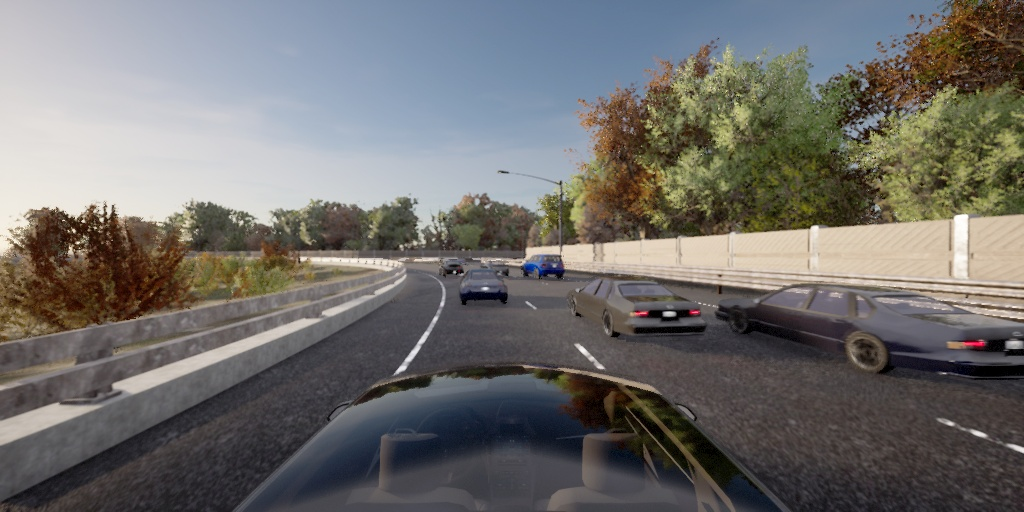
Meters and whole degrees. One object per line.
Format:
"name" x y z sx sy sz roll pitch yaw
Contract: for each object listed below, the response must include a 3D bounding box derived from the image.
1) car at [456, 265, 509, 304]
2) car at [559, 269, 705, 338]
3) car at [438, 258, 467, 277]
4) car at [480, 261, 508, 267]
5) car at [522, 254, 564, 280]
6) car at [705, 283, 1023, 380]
"car" -1.397 1.269 16.285 1.994 1.385 4.181 0 0 -9
"car" 3.052 1.268 10.072 2.033 1.411 5.357 0 0 -6
"car" -5.791 1.159 33.728 1.837 1.490 4.892 0 0 -18
"car" -1.685 1.146 32.405 2.128 1.511 4.902 0 0 -18
"car" 2.575 0.878 30.617 2.150 2.045 5.566 0 0 -16
"car" 6.744 1.273 7.478 2.033 1.411 5.357 0 0 -5
